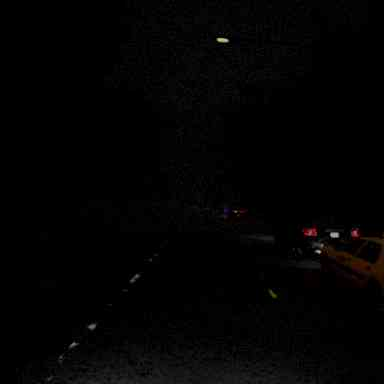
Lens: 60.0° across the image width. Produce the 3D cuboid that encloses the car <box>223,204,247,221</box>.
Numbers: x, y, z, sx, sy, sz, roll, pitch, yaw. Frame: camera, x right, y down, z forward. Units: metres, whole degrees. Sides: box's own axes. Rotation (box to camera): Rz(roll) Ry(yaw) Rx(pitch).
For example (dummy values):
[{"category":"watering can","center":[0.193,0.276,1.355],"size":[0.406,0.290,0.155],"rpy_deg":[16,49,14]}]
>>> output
[{"category":"car","center":[4.902,2.282,36.721],"size":[2.128,1.511,4.902],"rpy_deg":[2,-1,2]}]

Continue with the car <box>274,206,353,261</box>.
[{"category":"car","center":[5.020,1.615,14.128],"size":[2.150,2.045,5.566],"rpy_deg":[1,-1,2]}]

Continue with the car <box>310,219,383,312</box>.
[{"category":"car","center":[4.768,1.756,8.277],"size":[1.801,1.575,5.366],"rpy_deg":[1,0,3]}]

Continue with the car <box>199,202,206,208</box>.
[{"category":"car","center":[2.624,3.338,85.658],"size":[2.033,1.411,5.357],"rpy_deg":[2,-2,1]}]

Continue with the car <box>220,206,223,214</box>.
[{"category":"car","center":[5.265,2.568,49.087],"size":[1.812,1.442,4.674],"rpy_deg":[2,-1,2]}]
